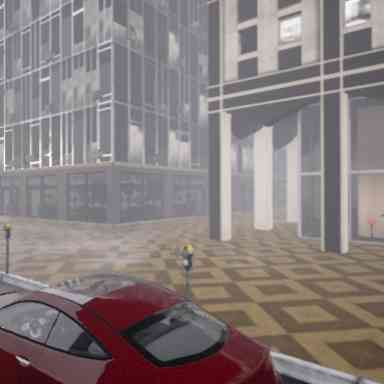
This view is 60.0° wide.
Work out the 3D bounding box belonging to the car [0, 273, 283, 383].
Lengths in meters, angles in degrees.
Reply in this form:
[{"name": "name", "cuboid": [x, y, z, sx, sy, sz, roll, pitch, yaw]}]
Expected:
[{"name": "car", "cuboid": [-1.160, 1.567, 3.557, 4.206, 1.307, 1.802, 0, 0, 36]}]
